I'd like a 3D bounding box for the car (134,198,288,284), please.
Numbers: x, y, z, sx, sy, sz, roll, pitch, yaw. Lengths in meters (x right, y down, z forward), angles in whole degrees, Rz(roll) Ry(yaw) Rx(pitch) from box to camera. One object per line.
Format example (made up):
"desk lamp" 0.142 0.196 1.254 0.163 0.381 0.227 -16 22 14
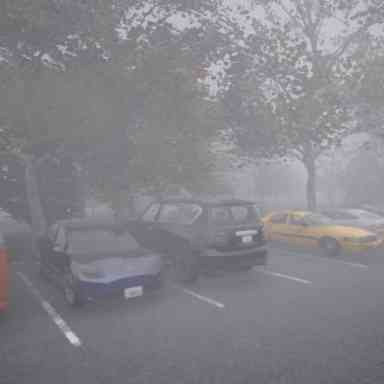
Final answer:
"car" -0.272 1.192 9.898 2.435 2.045 5.566 0 0 -35

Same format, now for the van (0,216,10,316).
"van" -4.935 1.256 6.683 1.878 1.987 4.442 -1 0 -35

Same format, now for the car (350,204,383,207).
"car" 6.516 1.431 14.695 2.002 1.452 4.674 0 0 -35

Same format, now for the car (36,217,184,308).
"car" -2.492 1.491 8.245 2.163 1.488 4.792 0 0 -35

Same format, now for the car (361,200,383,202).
"car" 10.905 1.232 17.865 2.185 1.767 4.553 0 0 -35

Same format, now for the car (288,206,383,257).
"car" 4.365 1.406 12.939 1.946 1.575 5.366 0 0 -35

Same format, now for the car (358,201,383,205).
"car" 8.787 1.403 16.281 2.163 1.488 4.792 0 0 -35
